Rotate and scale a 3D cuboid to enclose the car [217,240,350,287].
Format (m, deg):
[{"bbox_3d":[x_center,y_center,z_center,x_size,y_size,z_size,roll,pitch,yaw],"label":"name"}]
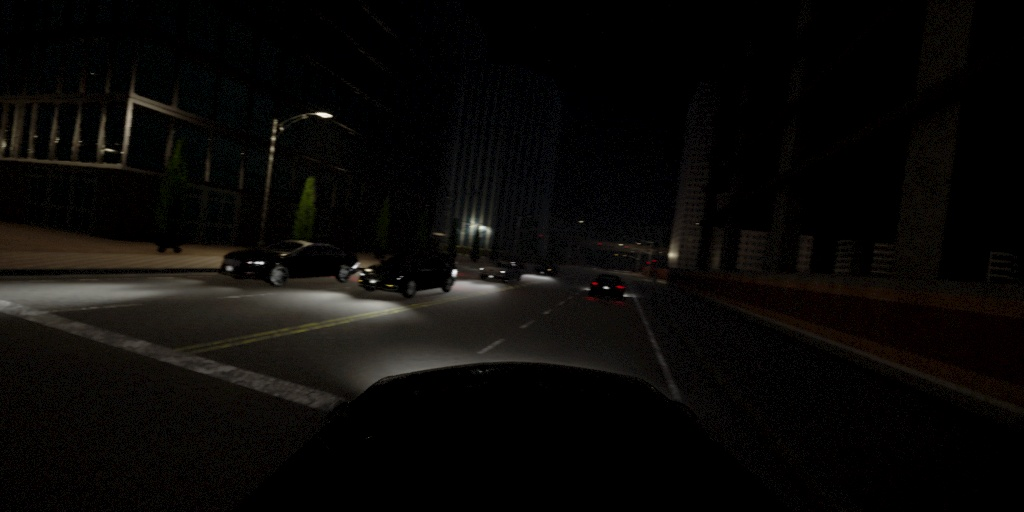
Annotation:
[{"bbox_3d":[-7.810,0.178,13.180,2.128,1.511,4.902,7,1,17],"label":"car"}]

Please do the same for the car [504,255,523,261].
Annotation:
[{"bbox_3d":[-0.101,0.739,38.310,2.097,1.767,4.553,7,1,17],"label":"car"}]

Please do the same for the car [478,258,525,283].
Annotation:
[{"bbox_3d":[-0.647,1.055,24.809,1.895,1.301,4.718,7,1,17],"label":"car"}]

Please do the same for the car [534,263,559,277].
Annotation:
[{"bbox_3d":[3.834,1.464,39.352,1.895,1.301,4.718,7,1,18],"label":"car"}]

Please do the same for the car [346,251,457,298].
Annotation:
[{"bbox_3d":[-3.877,0.665,14.171,1.837,1.490,4.892,7,1,17],"label":"car"}]

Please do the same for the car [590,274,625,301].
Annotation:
[{"bbox_3d":[6.019,1.870,22.506,1.994,1.385,4.181,7,0,17],"label":"car"}]
